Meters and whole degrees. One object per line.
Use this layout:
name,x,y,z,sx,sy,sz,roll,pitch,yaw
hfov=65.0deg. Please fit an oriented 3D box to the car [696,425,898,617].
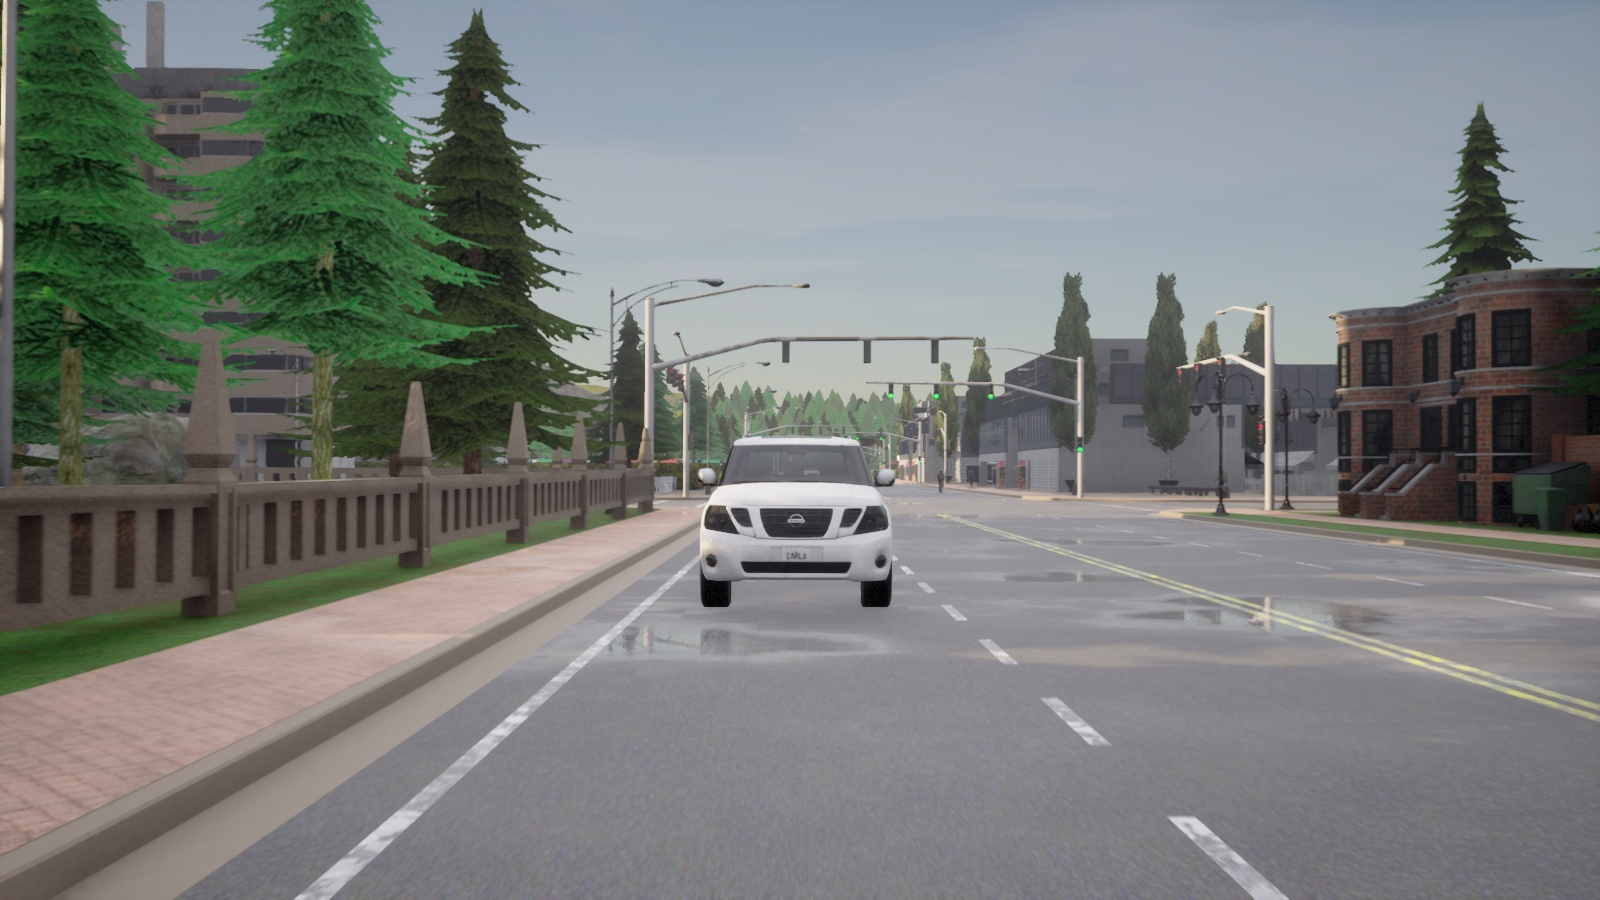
car,-0.041,0.805,16.206,2.150,2.045,5.566,0,-1,0
